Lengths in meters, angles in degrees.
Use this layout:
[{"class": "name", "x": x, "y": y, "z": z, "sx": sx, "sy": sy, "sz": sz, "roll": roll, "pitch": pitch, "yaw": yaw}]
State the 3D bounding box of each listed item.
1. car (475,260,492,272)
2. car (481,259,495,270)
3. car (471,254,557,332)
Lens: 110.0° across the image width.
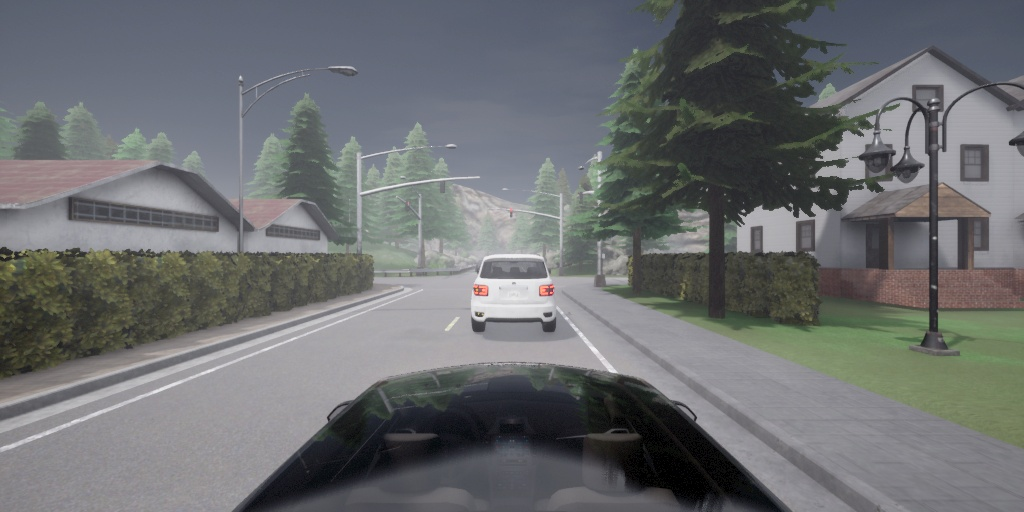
[{"class": "car", "x": -3.629, "y": 1.254, "z": 46.033, "sx": 1.837, "sy": 1.490, "sz": 4.892, "roll": 0, "pitch": 0, "yaw": 0}, {"class": "car", "x": -3.634, "y": 1.276, "z": 55.270, "sx": 1.812, "sy": 1.442, "sz": 4.674, "roll": 0, "pitch": 0, "yaw": 0}, {"class": "car", "x": 0.058, "y": 0.971, "z": 10.960, "sx": 2.150, "sy": 2.045, "sz": 5.566, "roll": 0, "pitch": 0, "yaw": 0}]
